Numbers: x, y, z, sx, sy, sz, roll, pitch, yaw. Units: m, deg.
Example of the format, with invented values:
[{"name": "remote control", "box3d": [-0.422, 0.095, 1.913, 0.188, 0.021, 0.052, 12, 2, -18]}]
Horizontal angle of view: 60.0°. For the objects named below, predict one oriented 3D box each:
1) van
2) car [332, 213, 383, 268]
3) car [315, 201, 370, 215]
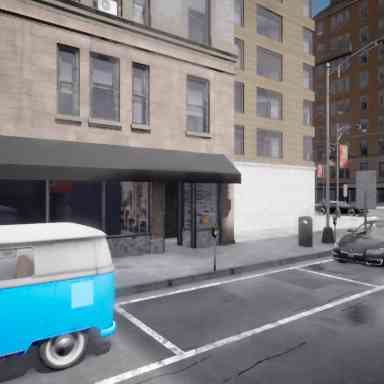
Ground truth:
[{"name": "van", "box3d": [-2.957, 1.341, 4.081, 3.998, 1.788, 1.690, 0, 0, -35]}, {"name": "car", "box3d": [6.262, 1.551, 10.655, 4.403, 1.369, 2.008, 0, 0, -35]}, {"name": "car", "box3d": [13.798, 1.524, 30.922, 1.895, 1.301, 4.718, 0, 0, -35]}]
